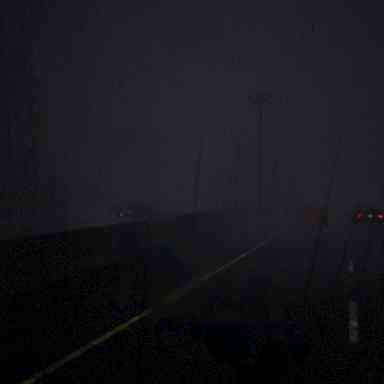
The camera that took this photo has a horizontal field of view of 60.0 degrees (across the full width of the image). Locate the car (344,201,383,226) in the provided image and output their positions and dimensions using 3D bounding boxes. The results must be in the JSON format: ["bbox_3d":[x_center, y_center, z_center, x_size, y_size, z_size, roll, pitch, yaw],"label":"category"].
[{"bbox_3d":[12.872,1.686,24.789,2.033,1.411,5.357,0,0,20],"label":"car"}]

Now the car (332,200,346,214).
[{"bbox_3d":[17.267,1.678,38.655,1.882,1.535,5.008,0,0,16],"label":"car"}]

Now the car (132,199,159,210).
[{"bbox_3d":[-6.284,1.683,45.824,1.895,1.301,4.718,0,0,16],"label":"car"}]

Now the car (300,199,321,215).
[{"bbox_3d":[13.300,1.652,37.507,1.882,1.535,5.008,0,0,16],"label":"car"}]

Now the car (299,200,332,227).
[{"bbox_3d":[8.766,1.590,23.902,1.882,1.535,5.008,0,0,21],"label":"car"}]

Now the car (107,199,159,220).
[{"bbox_3d":[-4.682,1.538,28.430,2.128,1.511,4.902,0,0,21],"label":"car"}]

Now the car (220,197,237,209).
[{"bbox_3d":[5.371,1.562,48.552,2.097,1.767,4.553,0,0,13],"label":"car"}]
